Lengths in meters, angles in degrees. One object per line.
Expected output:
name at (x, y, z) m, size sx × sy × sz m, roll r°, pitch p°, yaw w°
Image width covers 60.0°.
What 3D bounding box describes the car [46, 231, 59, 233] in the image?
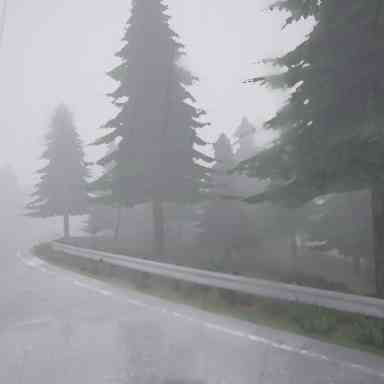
car at (-20.092, 6.341, 47.589) m, size 2.128 × 1.511 × 4.902 m, roll -2°, pitch -7°, yaw -10°
